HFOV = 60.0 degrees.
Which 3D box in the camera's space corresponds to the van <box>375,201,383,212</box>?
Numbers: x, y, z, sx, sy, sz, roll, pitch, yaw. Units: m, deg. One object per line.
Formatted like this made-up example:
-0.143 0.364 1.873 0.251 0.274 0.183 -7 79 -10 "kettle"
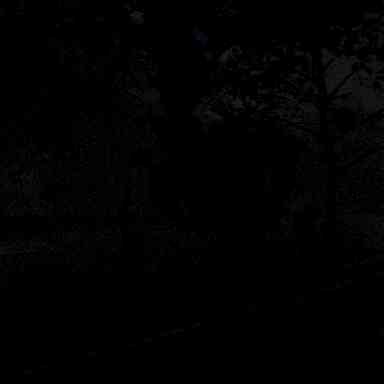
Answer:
29.698 2.043 49.519 1.878 1.987 4.442 3 -1 -35 "van"
